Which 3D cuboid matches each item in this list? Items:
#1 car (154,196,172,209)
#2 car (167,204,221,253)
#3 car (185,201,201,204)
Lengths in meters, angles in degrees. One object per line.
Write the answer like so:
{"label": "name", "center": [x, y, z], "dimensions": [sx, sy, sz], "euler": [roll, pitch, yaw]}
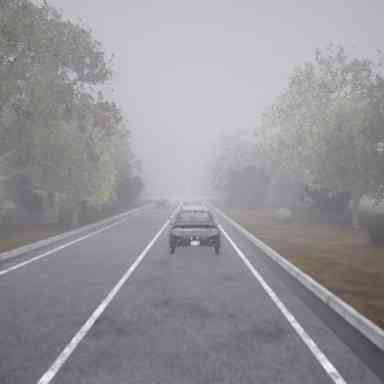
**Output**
{"label": "car", "center": [-3.579, 1.335, 41.696], "dimensions": [1.837, 1.490, 4.892], "euler": [0, 0, 0]}
{"label": "car", "center": [0.103, 1.469, 13.474], "dimensions": [2.128, 1.511, 4.902], "euler": [0, 0, 0]}
{"label": "car", "center": [0.106, 1.492, 31.654], "dimensions": [1.895, 1.301, 4.718], "euler": [0, 0, 0]}
